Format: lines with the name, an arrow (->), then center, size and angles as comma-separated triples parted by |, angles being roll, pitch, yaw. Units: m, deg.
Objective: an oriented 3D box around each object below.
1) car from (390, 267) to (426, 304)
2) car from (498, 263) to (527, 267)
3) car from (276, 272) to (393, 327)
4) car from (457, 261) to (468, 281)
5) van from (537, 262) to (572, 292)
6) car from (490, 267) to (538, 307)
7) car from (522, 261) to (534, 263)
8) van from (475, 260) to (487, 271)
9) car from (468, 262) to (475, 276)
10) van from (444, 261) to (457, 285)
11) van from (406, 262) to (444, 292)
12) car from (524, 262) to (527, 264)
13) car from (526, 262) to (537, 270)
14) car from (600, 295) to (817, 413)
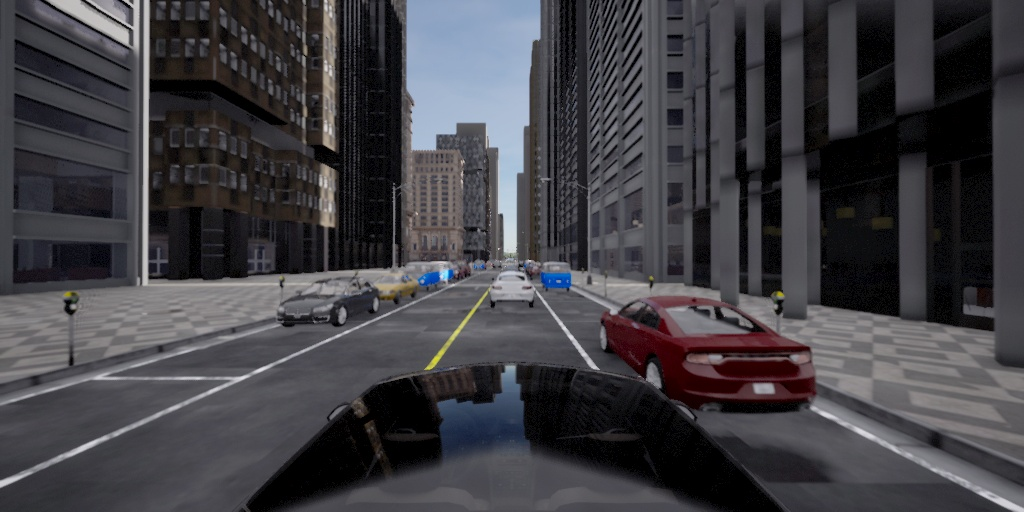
car -> -5.758, 1.424, 17.263 | 1.751, 1.417, 4.829 | 0, 0, 0
car -> 0.013, 1.592, 31.160 | 1.994, 1.385, 4.181 | 0, -1, 0
car -> -5.760, 1.395, 11.792 | 2.007, 1.370, 4.403 | 0, 0, 0
car -> -5.753, 1.498, 34.354 | 1.967, 1.591, 4.097 | 0, 0, 0
van -> 2.769, 1.292, 23.075 | 1.690, 1.789, 3.998 | 0, 0, 0
car -> 0.008, 1.413, 16.222 | 1.812, 1.442, 4.674 | 0, 0, 0
car -> 2.777, 1.783, 51.277 | 1.948, 1.339, 4.313 | 0, 0, 0
van -> -5.745, 1.663, 62.558 | 1.690, 1.789, 3.998 | 0, 0, 0
car -> -5.751, 1.426, 39.995 | 2.192, 1.841, 5.009 | 0, 0, 0
van -> -5.755, 1.346, 28.714 | 1.690, 1.789, 3.998 | 0, 0, 0
van -> -5.757, 1.292, 23.073 | 1.690, 1.789, 3.998 | 0, 0, 0
car -> 2.776, 1.746, 45.637 | 1.802, 1.307, 4.207 | 0, 0, 0
car -> 2.774, 1.693, 39.997 | 1.802, 1.307, 4.207 | 0, 0, 0
car -> 2.764, 1.337, 6.154 | 1.888, 1.381, 4.507 | 0, 0, 0
